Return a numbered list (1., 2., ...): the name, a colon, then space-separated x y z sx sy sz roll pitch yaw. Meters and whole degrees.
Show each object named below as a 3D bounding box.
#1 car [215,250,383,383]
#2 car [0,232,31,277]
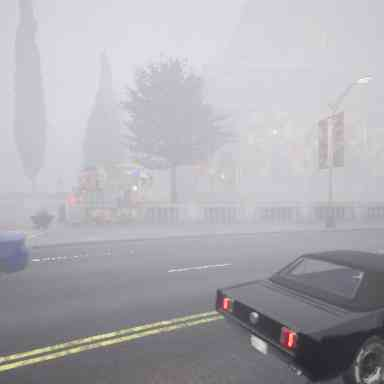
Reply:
1. car: 2.820 1.600 5.083 4.718 1.301 1.895 0 0 -26
2. car: -6.528 1.477 7.713 5.008 1.535 1.882 0 0 -34
